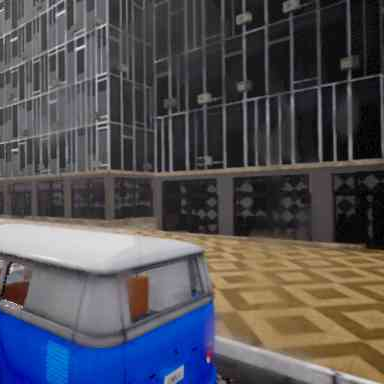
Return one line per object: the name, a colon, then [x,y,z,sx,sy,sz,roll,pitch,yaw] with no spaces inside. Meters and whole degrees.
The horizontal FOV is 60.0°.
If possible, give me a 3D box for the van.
van: [-1.656,1.348,3.924,3.998,1.788,1.690,0,-1,36]
